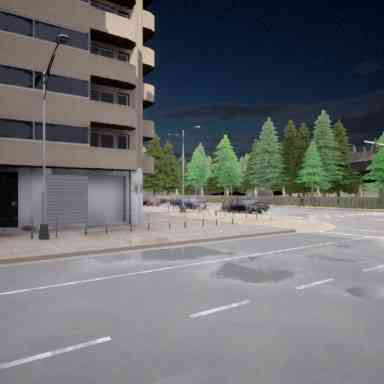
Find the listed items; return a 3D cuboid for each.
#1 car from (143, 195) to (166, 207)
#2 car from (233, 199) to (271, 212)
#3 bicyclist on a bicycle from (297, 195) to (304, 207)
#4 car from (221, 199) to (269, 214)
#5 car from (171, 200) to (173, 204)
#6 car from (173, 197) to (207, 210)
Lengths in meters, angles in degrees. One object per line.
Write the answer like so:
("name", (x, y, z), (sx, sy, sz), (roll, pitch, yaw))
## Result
("car", (-6.668, 1.296, 50.817), (4.553, 1.767, 2.097), (0, 0, 42))
("car", (6.971, 1.508, 38.826), (1.994, 1.385, 4.181), (0, 0, -35))
("bicyclist on a bicycle", (15.132, 1.245, 46.411), (1.656, 1.620, 0.582), (0, 0, -35))
("car", (5.363, 1.492, 35.010), (2.033, 1.411, 5.357), (0, 0, -37))
("car", (-1.068, 1.491, 50.074), (2.033, 1.411, 5.357), (0, 0, -39))
("car", (-0.054, 1.470, 42.740), (1.812, 1.442, 4.674), (0, 0, -36))
